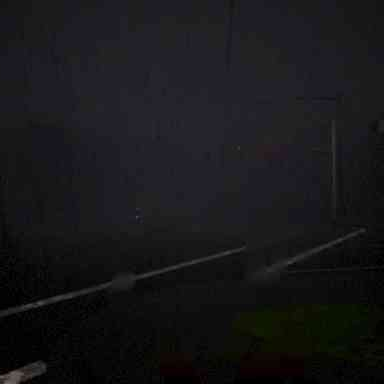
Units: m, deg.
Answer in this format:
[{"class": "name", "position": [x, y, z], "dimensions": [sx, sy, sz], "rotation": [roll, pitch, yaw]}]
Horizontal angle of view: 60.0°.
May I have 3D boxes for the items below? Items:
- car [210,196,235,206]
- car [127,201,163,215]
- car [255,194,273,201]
[{"class": "car", "position": [4.790, 1.405, 51.625], "dimensions": [2.033, 1.411, 5.357], "rotation": [-1, 1, 35]}, {"class": "car", "position": [-5.228, 1.754, 37.353], "dimensions": [1.812, 1.442, 4.674], "rotation": [-1, 0, 35]}, {"class": "car", "position": [14.102, 1.060, 64.757], "dimensions": [2.033, 1.411, 5.357], "rotation": [-1, 0, 35]}]
